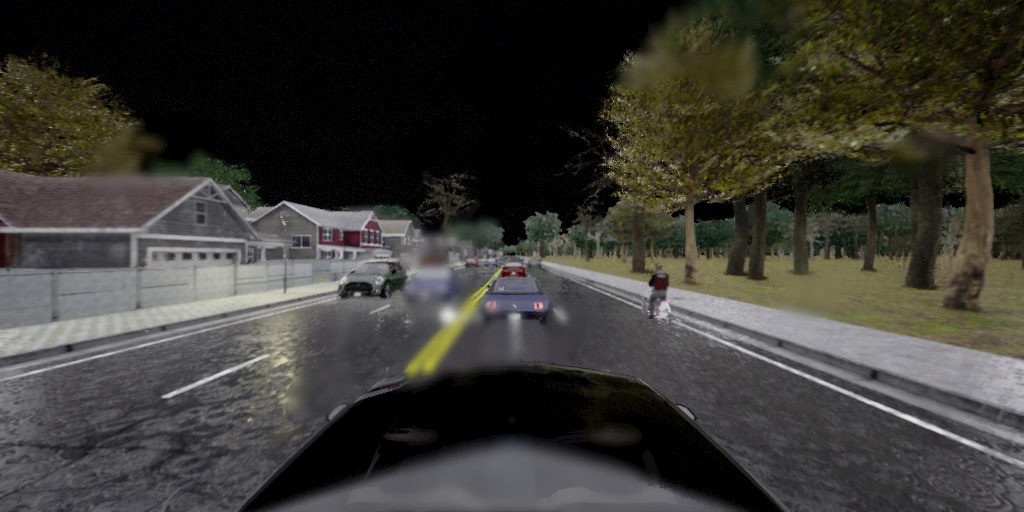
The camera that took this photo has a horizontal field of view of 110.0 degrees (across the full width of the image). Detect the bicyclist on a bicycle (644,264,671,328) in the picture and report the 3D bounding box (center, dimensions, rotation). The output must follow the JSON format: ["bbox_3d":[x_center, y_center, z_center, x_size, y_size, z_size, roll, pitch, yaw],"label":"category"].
[{"bbox_3d":[4.157,1.099,10.340,0.659,1.776,1.843,0,0,0],"label":"bicyclist on a bicycle"}]

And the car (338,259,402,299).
[{"bbox_3d":[-6.583,1.053,17.539,2.097,1.767,4.553,0,0,0],"label":"car"}]

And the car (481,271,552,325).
[{"bbox_3d":[0.111,1.323,11.607,1.895,1.301,4.718,0,0,0],"label":"car"}]

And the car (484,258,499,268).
[{"bbox_3d":[-3.232,1.113,57.094,1.812,1.442,4.674,0,0,1],"label":"car"}]

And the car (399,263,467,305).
[{"bbox_3d":[-3.335,1.233,16.053,1.812,1.442,4.674,0,0,0],"label":"car"}]

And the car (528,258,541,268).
[{"bbox_3d":[3.417,1.090,55.164,2.128,1.511,4.902,0,0,0],"label":"car"}]

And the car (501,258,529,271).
[{"bbox_3d":[0.136,1.150,29.850,1.882,1.535,5.008,0,0,0],"label":"car"}]

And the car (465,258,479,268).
[{"bbox_3d":[-6.482,1.060,58.115,1.882,1.535,5.008,0,0,1],"label":"car"}]
